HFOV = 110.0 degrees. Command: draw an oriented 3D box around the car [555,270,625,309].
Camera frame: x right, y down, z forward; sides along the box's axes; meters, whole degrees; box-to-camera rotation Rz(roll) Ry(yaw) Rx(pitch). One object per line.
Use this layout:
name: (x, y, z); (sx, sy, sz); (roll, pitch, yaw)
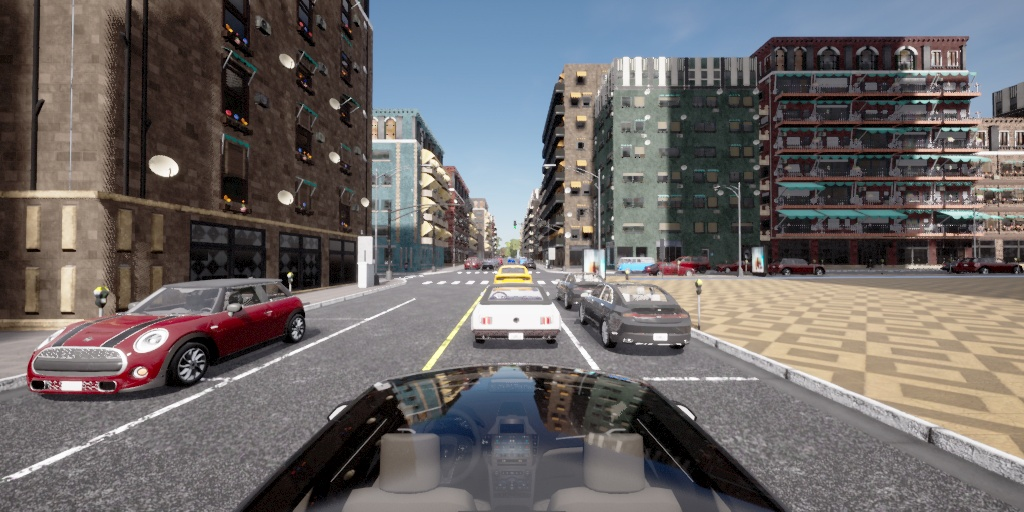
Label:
car: (2.795, 1.304, 14.554); (2.007, 1.370, 4.403); (0, 0, 0)

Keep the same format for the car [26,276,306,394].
car: (-5.829, 1.191, 6.731); (1.967, 1.591, 4.097); (0, 0, 0)

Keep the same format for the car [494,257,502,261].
car: (-3.200, 1.320, 60.132); (2.033, 1.411, 5.357); (0, 0, 0)

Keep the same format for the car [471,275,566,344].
car: (0.083, 1.353, 9.568); (1.895, 1.301, 4.718); (0, 0, 0)

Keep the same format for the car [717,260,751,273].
car: (24.751, 1.166, 39.525); (4.507, 1.381, 1.888); (0, 0, 0)

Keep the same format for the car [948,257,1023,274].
car: (41.286, 0.812, 31.059); (4.097, 1.591, 1.967); (0, 0, 0)

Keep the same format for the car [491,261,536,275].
car: (0.058, 1.233, 19.237); (1.882, 1.535, 5.008); (0, 0, 0)

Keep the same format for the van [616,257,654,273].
van: (13.695, 1.046, 39.583); (3.998, 1.789, 1.690); (0, 0, 0)

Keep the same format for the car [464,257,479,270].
car: (-5.791, 1.084, 52.770); (2.192, 1.841, 5.009); (0, 0, 0)

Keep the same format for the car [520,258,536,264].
car: (2.590, 1.335, 52.747); (1.948, 1.339, 4.313); (0, 0, 0)

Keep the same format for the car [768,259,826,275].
car: (24.705, 0.936, 31.145); (4.097, 1.591, 1.967); (0, 0, 0)

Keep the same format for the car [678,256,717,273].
car: (19.223, 0.978, 39.554); (5.009, 1.841, 2.192); (0, 0, 0)

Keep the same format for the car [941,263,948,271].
car: (43.788, 0.939, 33.651); (5.357, 1.411, 2.033); (0, -1, 0)

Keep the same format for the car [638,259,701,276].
car: (13.650, 1.163, 31.202); (4.207, 1.307, 1.802); (0, 0, 0)

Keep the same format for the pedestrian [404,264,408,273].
pedestrian: (-12.610, 1.098, 42.681); (0.375, 1.860, 0.375); (0, 0, 0)

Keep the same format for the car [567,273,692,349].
car: (2.807, 1.303, 8.984); (2.007, 1.370, 4.403); (0, 0, 0)

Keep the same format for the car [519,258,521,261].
car: (2.579, 1.353, 58.317); (1.802, 1.307, 4.207); (0, 0, 0)

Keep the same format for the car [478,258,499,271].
car: (-3.213, 1.369, 50.439); (1.895, 1.301, 4.718); (0, 0, 1)
